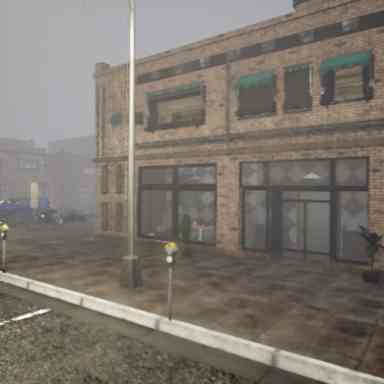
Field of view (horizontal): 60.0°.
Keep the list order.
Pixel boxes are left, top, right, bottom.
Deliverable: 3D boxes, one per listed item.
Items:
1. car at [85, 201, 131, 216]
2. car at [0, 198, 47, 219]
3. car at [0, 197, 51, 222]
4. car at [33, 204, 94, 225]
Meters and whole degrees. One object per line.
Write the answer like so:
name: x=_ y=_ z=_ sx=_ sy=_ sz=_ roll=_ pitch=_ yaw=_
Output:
car: x=-9.403 y=1.797 z=37.653 sx=1.882 sy=1.535 sz=5.008 roll=1 pitch=0 yaw=36
car: x=-16.847 y=1.516 z=31.881 sx=2.192 sy=1.841 sz=5.009 roll=0 pitch=0 yaw=36
car: x=-15.310 y=1.446 z=29.585 sx=2.150 sy=2.045 sz=5.566 roll=1 pitch=0 yaw=36
car: x=-10.089 y=1.871 z=26.929 sx=1.947 sy=1.339 sz=4.313 roll=0 pitch=0 yaw=36
